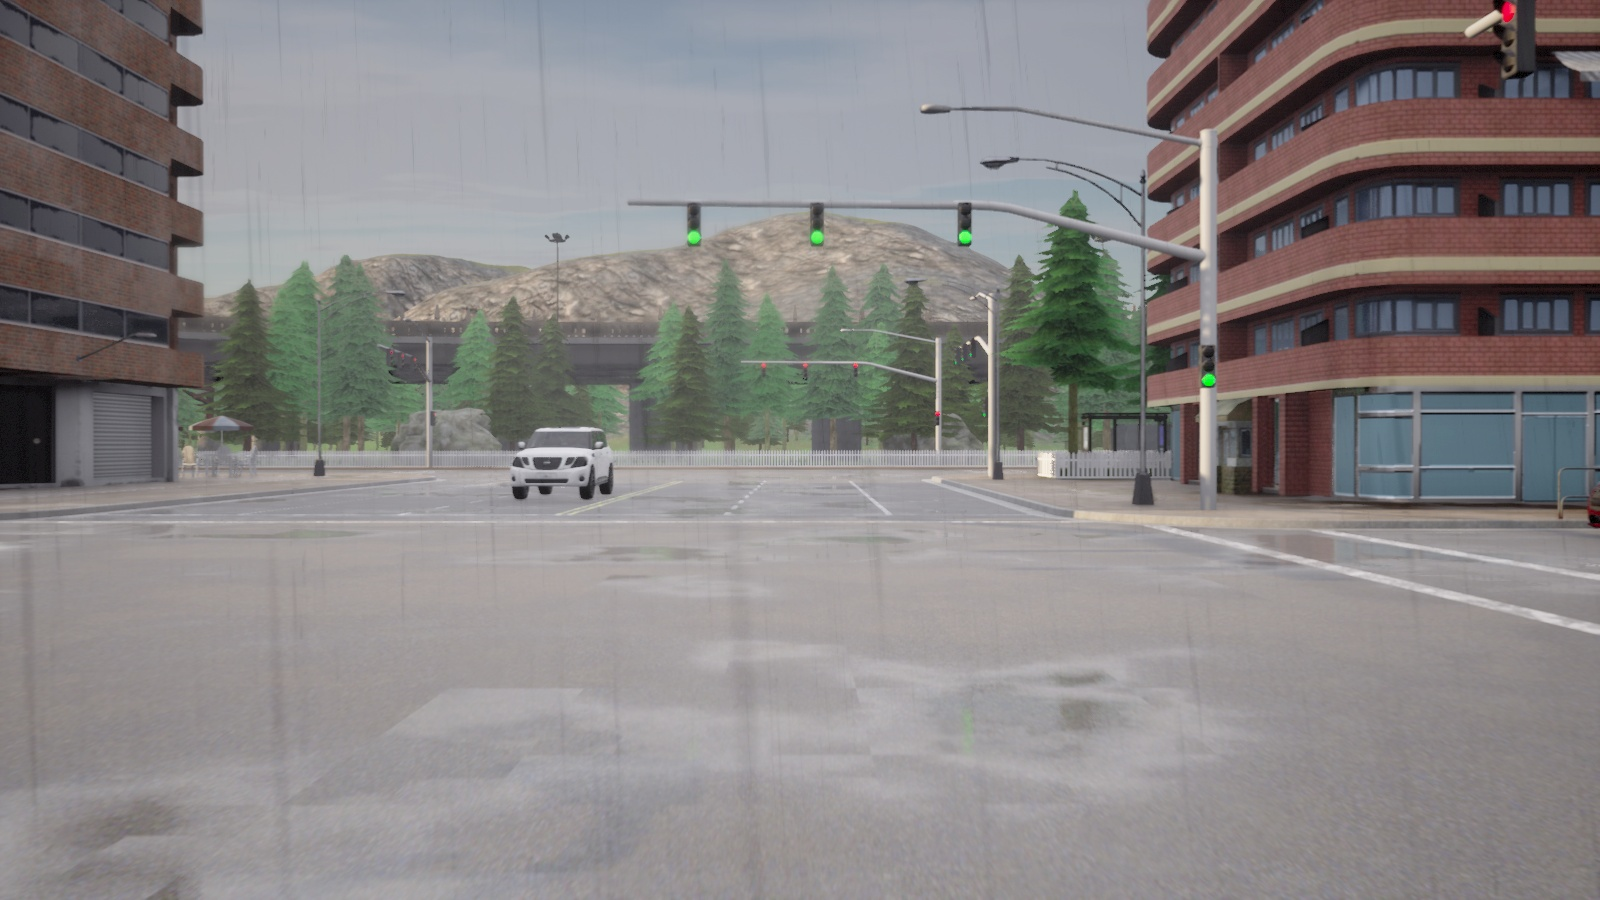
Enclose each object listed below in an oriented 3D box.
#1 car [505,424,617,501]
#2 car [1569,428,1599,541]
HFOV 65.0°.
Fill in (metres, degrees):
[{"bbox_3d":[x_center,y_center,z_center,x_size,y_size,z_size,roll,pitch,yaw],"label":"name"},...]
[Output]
[{"bbox_3d":[-6.777,0.315,36.307,2.150,2.045,5.566,0,0,0],"label":"car"},{"bbox_3d":[14.798,0.540,19.384,4.553,1.767,2.097,0,0,0],"label":"car"}]
